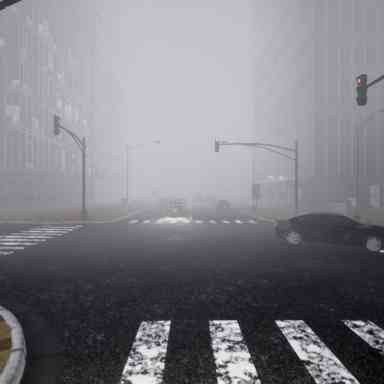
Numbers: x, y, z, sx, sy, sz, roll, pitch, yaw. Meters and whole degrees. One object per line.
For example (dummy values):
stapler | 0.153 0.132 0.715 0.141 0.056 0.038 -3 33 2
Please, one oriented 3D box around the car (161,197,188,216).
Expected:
car | -1.599 1.510 32.945 2.128 1.511 4.902 0 0 0

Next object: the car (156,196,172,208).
car | -4.171 1.592 47.283 1.802 1.307 4.206 0 0 0

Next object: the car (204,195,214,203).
car | 3.548 1.432 69.452 1.967 1.590 4.097 0 0 0

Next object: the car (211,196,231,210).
car | 3.799 1.579 41.815 1.947 1.339 4.313 0 0 0

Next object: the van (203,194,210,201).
van | 3.466 1.321 80.506 1.690 1.788 3.998 0 0 0

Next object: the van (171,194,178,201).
van | -4.454 1.315 85.976 1.690 1.788 3.998 0 0 0

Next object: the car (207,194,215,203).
car | 3.588 1.313 63.923 2.192 1.841 5.009 0 0 0

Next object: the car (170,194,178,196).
car | -4.292 1.564 63.866 1.947 1.339 4.313 0 0 0

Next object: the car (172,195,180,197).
car | -1.716 1.557 49.301 2.033 1.411 5.357 0 0 0

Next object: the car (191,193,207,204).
car | 1.131 1.221 62.811 2.150 2.045 5.566 0 0 0

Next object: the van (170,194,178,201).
van | -4.414 1.321 80.448 1.690 1.788 3.998 0 0 0

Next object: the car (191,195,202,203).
car | 0.957 1.512 73.157 2.128 1.511 4.902 0 0 0

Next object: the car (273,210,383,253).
car | 6.159 1.608 14.688 5.008 1.535 1.882 1 1 28
